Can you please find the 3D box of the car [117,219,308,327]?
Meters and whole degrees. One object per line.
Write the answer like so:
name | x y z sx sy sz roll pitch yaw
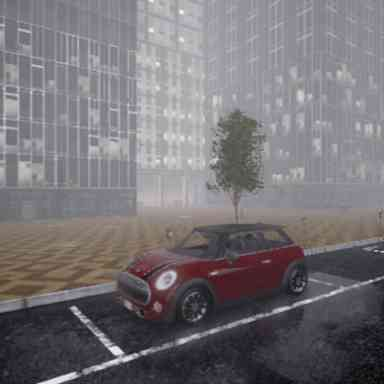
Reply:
car | 0.522 1.426 6.931 4.097 1.590 1.967 0 0 -35
